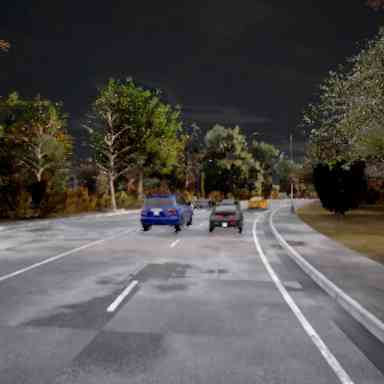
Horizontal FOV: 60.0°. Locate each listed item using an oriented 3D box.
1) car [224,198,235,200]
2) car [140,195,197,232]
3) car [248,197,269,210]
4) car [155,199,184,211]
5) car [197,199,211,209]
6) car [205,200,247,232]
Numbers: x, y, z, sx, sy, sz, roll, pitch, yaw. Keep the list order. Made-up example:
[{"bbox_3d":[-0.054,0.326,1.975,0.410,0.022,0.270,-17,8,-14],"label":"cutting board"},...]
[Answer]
[{"bbox_3d":[4.701,1.482,41.463,1.994,1.385,4.181,-1,0,21],"label":"car"},{"bbox_3d":[-1.382,1.192,20.137,2.150,2.045,5.566,-1,0,11],"label":"car"},{"bbox_3d":[8.149,1.327,40.724,1.882,1.535,5.008,-1,0,21],"label":"car"},{"bbox_3d":[-2.783,1.654,42.089,1.895,1.301,4.718,-1,0,21],"label":"car"},{"bbox_3d":[1.580,1.549,43.626,1.994,1.385,4.181,-1,0,22],"label":"car"},{"bbox_3d":[2.132,1.448,19.823,1.837,1.490,4.892,-1,0,10],"label":"car"}]
